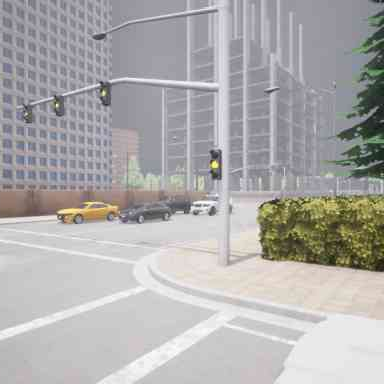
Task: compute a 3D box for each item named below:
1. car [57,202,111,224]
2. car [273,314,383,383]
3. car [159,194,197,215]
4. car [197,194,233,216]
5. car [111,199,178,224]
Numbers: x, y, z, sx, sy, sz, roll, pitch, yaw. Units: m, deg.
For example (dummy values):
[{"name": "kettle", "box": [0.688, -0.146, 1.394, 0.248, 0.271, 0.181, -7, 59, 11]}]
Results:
[{"name": "car", "box": [-7.950, 1.533, 25.723, 1.882, 1.535, 5.008, 0, 0, 35]}, {"name": "car", "box": [2.861, 1.601, 1.926, 4.718, 1.301, 1.895, 0, 0, 36]}, {"name": "car", "box": [-2.180, 1.277, 33.812, 2.150, 2.045, 5.566, 0, 0, 35]}, {"name": "car", "box": [2.165, 1.277, 33.860, 2.150, 2.045, 5.566, 0, 0, 36]}, {"name": "car", "box": [-3.561, 1.560, 25.850, 1.837, 1.490, 4.892, 0, 0, 35]}]
